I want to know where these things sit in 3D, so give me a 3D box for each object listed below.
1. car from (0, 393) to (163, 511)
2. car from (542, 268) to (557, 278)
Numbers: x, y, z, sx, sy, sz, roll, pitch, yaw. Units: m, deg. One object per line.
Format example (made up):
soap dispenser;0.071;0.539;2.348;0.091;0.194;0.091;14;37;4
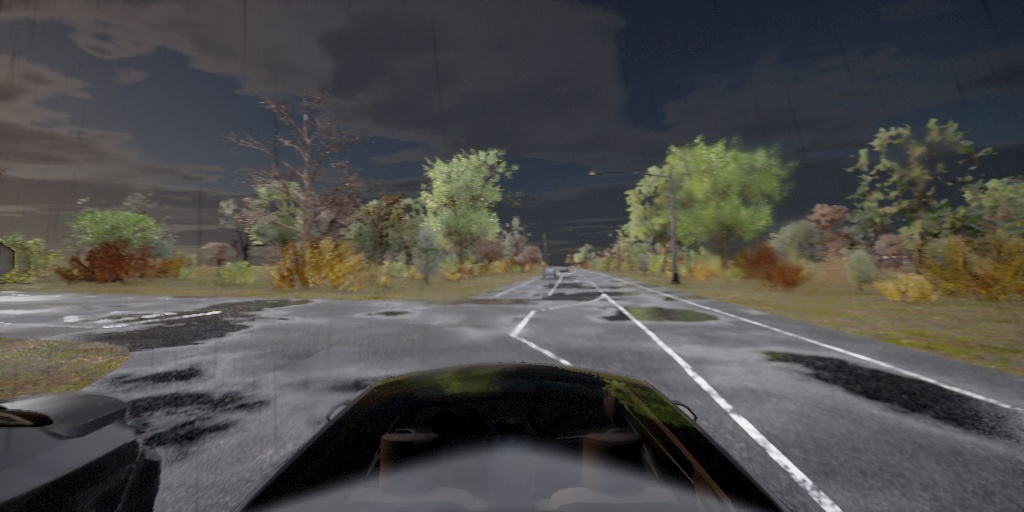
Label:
car;-3.296;1.313;0.123;1.837;1.490;4.892;-2;0;10
car;5.896;2.664;56.294;1.812;1.442;4.674;-2;-2;9
